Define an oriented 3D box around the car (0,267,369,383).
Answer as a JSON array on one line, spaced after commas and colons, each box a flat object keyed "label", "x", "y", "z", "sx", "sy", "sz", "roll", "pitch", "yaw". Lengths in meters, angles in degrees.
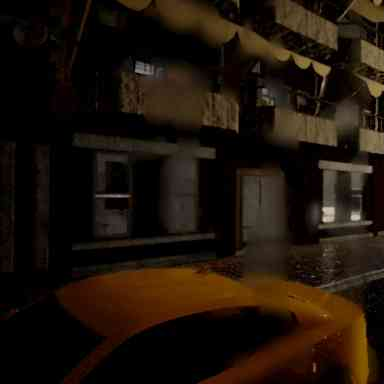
[{"label": "car", "x": -0.563, "y": 1.480, "z": 2.669, "sx": 5.008, "sy": 1.535, "sz": 1.882, "roll": 0, "pitch": 0, "yaw": -35}]
